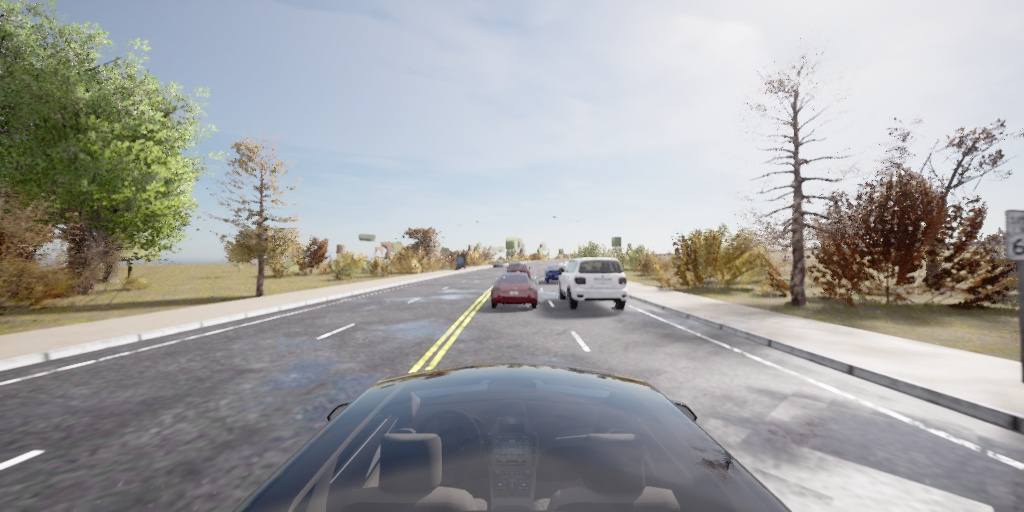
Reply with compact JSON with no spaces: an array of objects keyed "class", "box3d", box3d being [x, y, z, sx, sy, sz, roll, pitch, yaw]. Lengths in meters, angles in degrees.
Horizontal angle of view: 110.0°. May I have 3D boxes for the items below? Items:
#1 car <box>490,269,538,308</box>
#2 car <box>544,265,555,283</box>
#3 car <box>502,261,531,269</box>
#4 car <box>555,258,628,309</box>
[{"class":"car","box3d":[0.129,1.444,16.120,1.994,1.385,4.181,0,0,1]},{"class":"car","box3d":[3.830,1.476,31.109,1.882,1.535,5.008,0,0,3]},{"class":"car","box3d":[0.562,1.348,30.848,2.097,1.767,4.553,0,-1,2]},{"class":"car","box3d":[3.367,1.092,15.746,2.150,2.045,5.566,0,0,1]}]
